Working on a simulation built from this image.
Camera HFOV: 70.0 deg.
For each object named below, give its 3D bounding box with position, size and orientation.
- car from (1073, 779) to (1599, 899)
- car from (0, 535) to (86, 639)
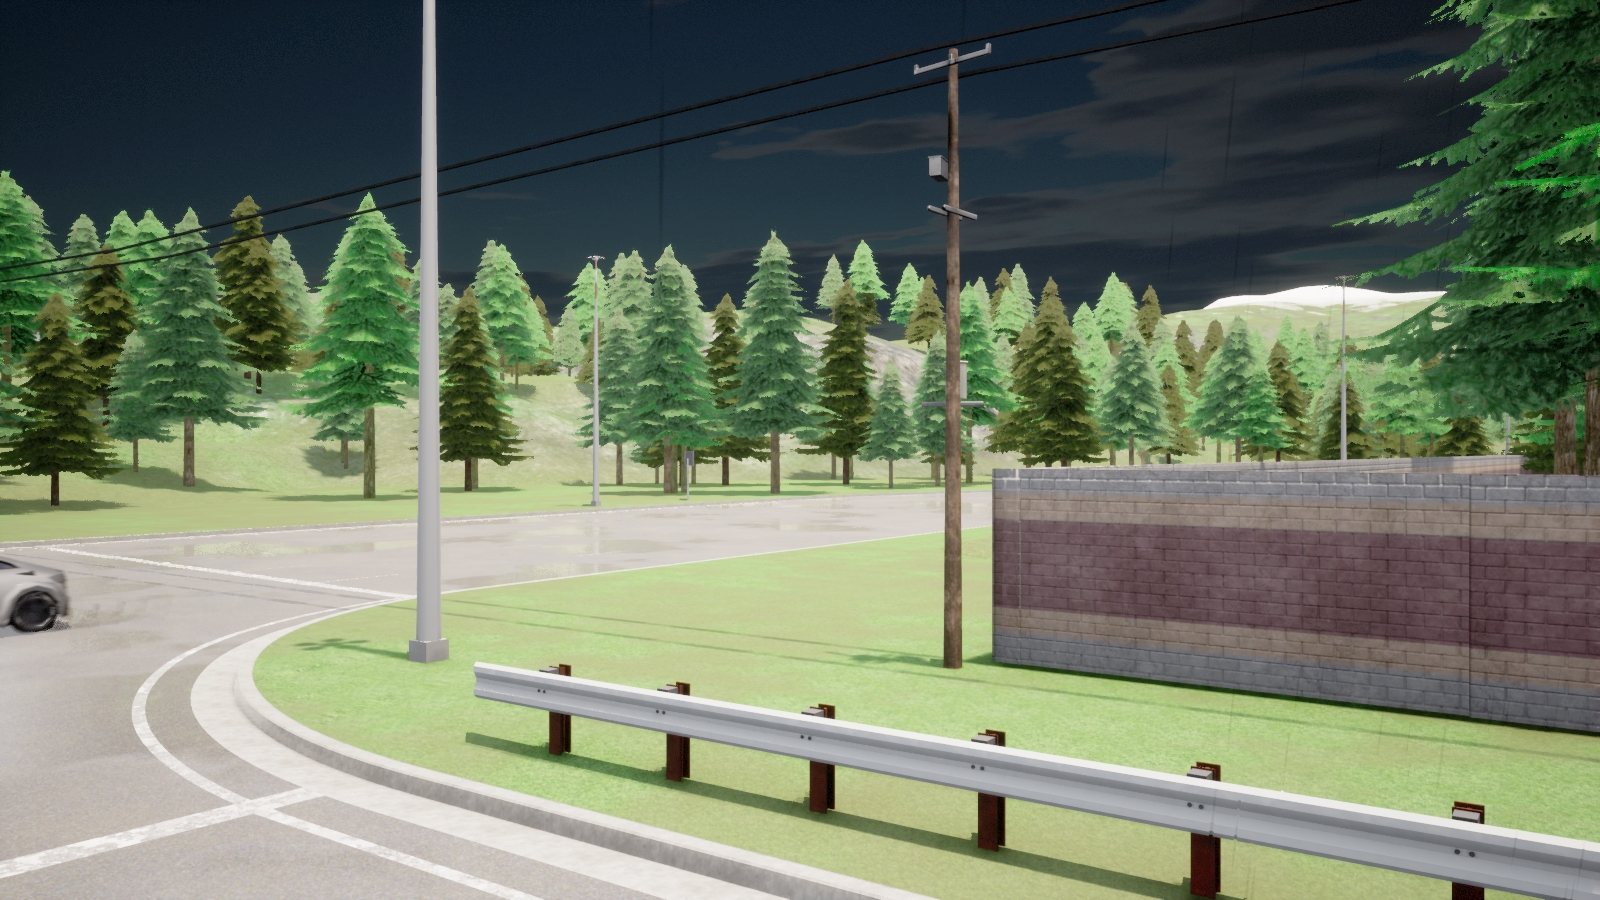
[{"bbox_3d":[3.010,1.982,1.681,5.238,1.638,2.097,0,0,35],"label":"car"},{"bbox_3d":[-13.177,2.105,16.726,1.994,1.385,4.181,0,0,35],"label":"car"}]
